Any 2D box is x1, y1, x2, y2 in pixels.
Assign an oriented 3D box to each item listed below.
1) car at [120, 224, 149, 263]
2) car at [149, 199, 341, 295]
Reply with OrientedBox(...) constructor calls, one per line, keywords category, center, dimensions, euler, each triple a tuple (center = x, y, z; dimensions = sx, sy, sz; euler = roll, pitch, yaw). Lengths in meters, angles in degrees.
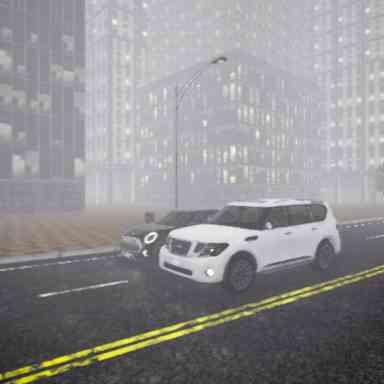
OrientedBox(category="car", center=(-0.200, 1.360, 11.678), dimensions=(4.553, 1.767, 2.097), euler=(0, 0, -37))
OrientedBox(category="car", center=(1.854, 1.226, 9.134), dimensions=(5.566, 2.045, 2.150), euler=(0, 0, -37))
